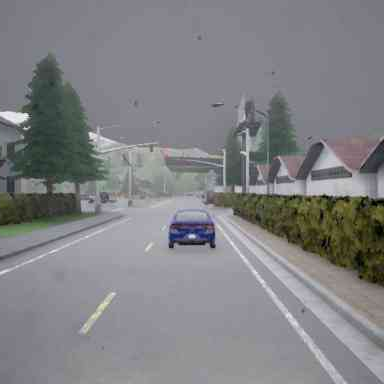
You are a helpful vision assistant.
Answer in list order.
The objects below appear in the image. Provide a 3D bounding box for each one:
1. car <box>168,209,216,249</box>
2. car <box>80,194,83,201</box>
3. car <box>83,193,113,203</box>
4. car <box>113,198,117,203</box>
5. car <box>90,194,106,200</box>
[{"bbox_3d":[0.000,1.483,14.650,1.882,1.535,5.008,0,0,0],"label":"car"},{"bbox_3d":[-24.025,1.296,75.190,4.514,1.523,2.007,0,0,-1],"label":"car"},{"bbox_3d":[-16.776,1.074,59.490,3.866,1.878,1.905,0,0,-1],"label":"car"},{"bbox_3d":[-16.184,1.359,62.818,3.806,1.475,1.970,0,0,-1],"label":"car"},{"bbox_3d":[-24.043,1.317,85.183,3.633,1.501,1.845,0,0,-1],"label":"car"}]
